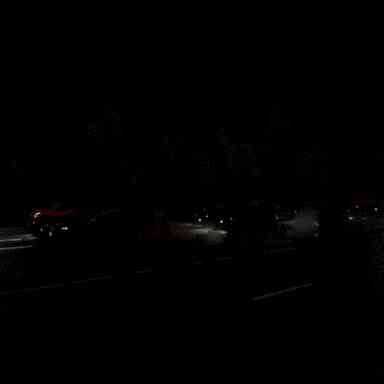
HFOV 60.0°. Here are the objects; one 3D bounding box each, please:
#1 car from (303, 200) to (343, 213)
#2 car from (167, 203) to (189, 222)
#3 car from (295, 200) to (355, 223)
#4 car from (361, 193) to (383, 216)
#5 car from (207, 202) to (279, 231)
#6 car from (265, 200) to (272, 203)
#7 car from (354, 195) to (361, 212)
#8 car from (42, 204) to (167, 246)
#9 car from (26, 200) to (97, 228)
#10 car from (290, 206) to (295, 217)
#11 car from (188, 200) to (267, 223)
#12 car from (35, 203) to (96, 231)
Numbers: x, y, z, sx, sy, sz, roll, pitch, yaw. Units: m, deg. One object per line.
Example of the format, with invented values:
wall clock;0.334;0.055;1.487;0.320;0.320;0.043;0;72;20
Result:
car;14.623;1.566;37.074;4.718;1.301;1.895;0;0;-36
car;-0.909;1.549;26.086;4.181;1.385;1.994;0;0;-36
car;10.175;1.540;25.383;4.181;1.385;1.994;0;0;-35
car;18.744;1.186;31.417;5.566;2.045;2.150;0;0;-36
car;3.324;1.549;20.506;4.181;1.385;1.994;0;0;-35
car;6.219;1.501;31.146;4.674;1.442;1.812;0;0;-35
car;19.434;1.183;36.196;5.566;2.045;2.150;0;0;-35
car;-3.921;1.486;15.330;4.902;1.511;2.128;0;0;-36
car;-7.931;1.346;21.067;4.553;1.767;2.097;0;0;-35
car;10.944;1.477;30.208;4.892;1.490;1.837;0;0;-35
car;2.693;1.530;24.358;5.357;1.411;2.033;0;0;-36
car;-5.522;1.541;18.532;5.357;1.411;2.033;0;0;-35
